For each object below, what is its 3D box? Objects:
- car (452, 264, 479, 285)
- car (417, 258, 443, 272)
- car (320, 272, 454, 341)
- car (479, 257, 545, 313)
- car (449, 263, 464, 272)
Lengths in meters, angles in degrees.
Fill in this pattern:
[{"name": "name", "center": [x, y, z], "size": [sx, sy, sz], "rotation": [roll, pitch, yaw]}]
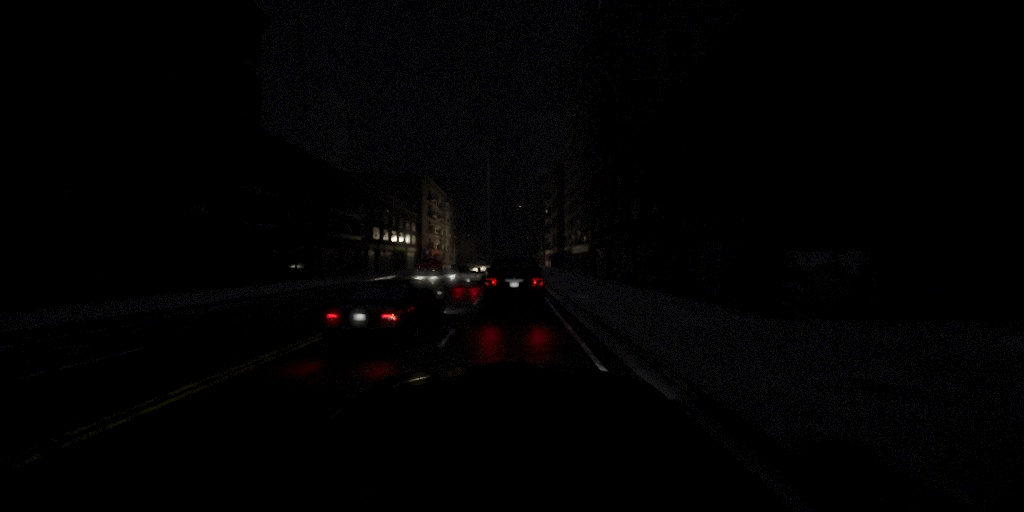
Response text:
[{"name": "car", "center": [-3.161, 1.509, 28.256], "size": [1.895, 1.301, 4.718], "rotation": [0, 0, 0]}, {"name": "car", "center": [-9.828, 1.234, 43.399], "size": [2.150, 2.045, 5.566], "rotation": [0, 0, 0]}, {"name": "car", "center": [-3.183, 1.347, 10.036], "size": [2.033, 1.411, 5.357], "rotation": [0, 0, 0]}, {"name": "car", "center": [0.090, 1.048, 14.546], "size": [2.150, 2.045, 5.566], "rotation": [0, 0, 0]}, {"name": "car", "center": [-6.573, 1.587, 44.814], "size": [1.994, 1.385, 4.181], "rotation": [0, 0, 0]}]
